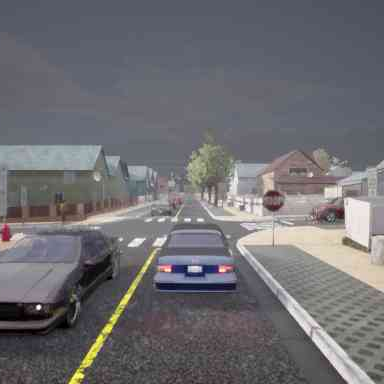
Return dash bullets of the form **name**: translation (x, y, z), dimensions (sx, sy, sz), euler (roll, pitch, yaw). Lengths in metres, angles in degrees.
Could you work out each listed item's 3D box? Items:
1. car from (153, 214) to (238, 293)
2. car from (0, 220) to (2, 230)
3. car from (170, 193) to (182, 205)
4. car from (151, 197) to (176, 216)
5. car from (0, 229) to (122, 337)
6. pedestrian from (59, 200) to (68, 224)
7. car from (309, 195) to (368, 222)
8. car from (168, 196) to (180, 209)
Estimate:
- **car**: translation (0.118, 1.550, 8.992), dimensions (2.033, 1.411, 5.357), euler (0, 0, 1)
- **car**: translation (-13.718, 1.802, 19.345), dimensions (4.902, 1.511, 2.128), euler (-2, -1, 0)
- **car**: translation (-2.953, 1.220, 58.363), dimensions (2.150, 2.045, 5.566), euler (0, 0, 0)
- **car**: translation (-2.894, 1.528, 32.744), dimensions (1.812, 1.442, 4.674), euler (0, 0, 0)
- **car**: translation (-2.862, 1.550, 7.206), dimensions (2.033, 1.411, 5.357), euler (0, 0, 0)
- **pedestrian**: translation (-9.738, 1.462, 25.242), dimensions (0.375, 1.860, 0.375), euler (0, 0, 0)
- **car**: translation (10.326, 1.067, 22.487), dimensions (4.553, 1.767, 2.097), euler (-2, -1, -1)
- **car**: translation (-2.924, 1.602, 43.662), dimensions (1.895, 1.301, 4.718), euler (0, 0, 0)
